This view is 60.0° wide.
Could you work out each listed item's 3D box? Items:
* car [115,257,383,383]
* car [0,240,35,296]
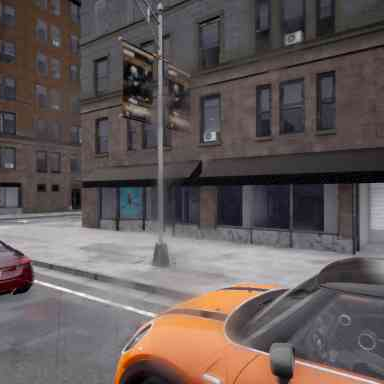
[{"bbox_3d":[1.486,1.352,2.627,4.553,1.767,2.097,0,0,35],"label":"car"},{"bbox_3d":[-5.456,1.564,7.558,4.181,1.385,1.994,0,0,36],"label":"car"}]
